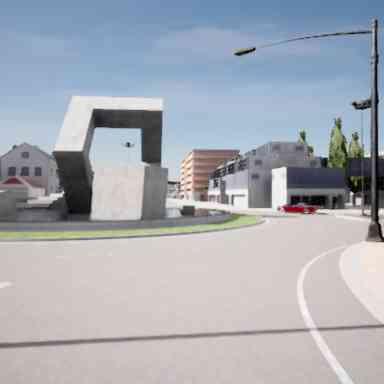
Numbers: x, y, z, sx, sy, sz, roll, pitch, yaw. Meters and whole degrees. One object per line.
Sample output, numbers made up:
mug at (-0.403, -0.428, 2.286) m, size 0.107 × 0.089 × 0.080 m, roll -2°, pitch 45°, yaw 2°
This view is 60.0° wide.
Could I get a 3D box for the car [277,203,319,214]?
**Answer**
car at (13.010, 2.048, 41.079) m, size 4.718 × 1.301 × 1.895 m, roll 0°, pitch -1°, yaw 35°
